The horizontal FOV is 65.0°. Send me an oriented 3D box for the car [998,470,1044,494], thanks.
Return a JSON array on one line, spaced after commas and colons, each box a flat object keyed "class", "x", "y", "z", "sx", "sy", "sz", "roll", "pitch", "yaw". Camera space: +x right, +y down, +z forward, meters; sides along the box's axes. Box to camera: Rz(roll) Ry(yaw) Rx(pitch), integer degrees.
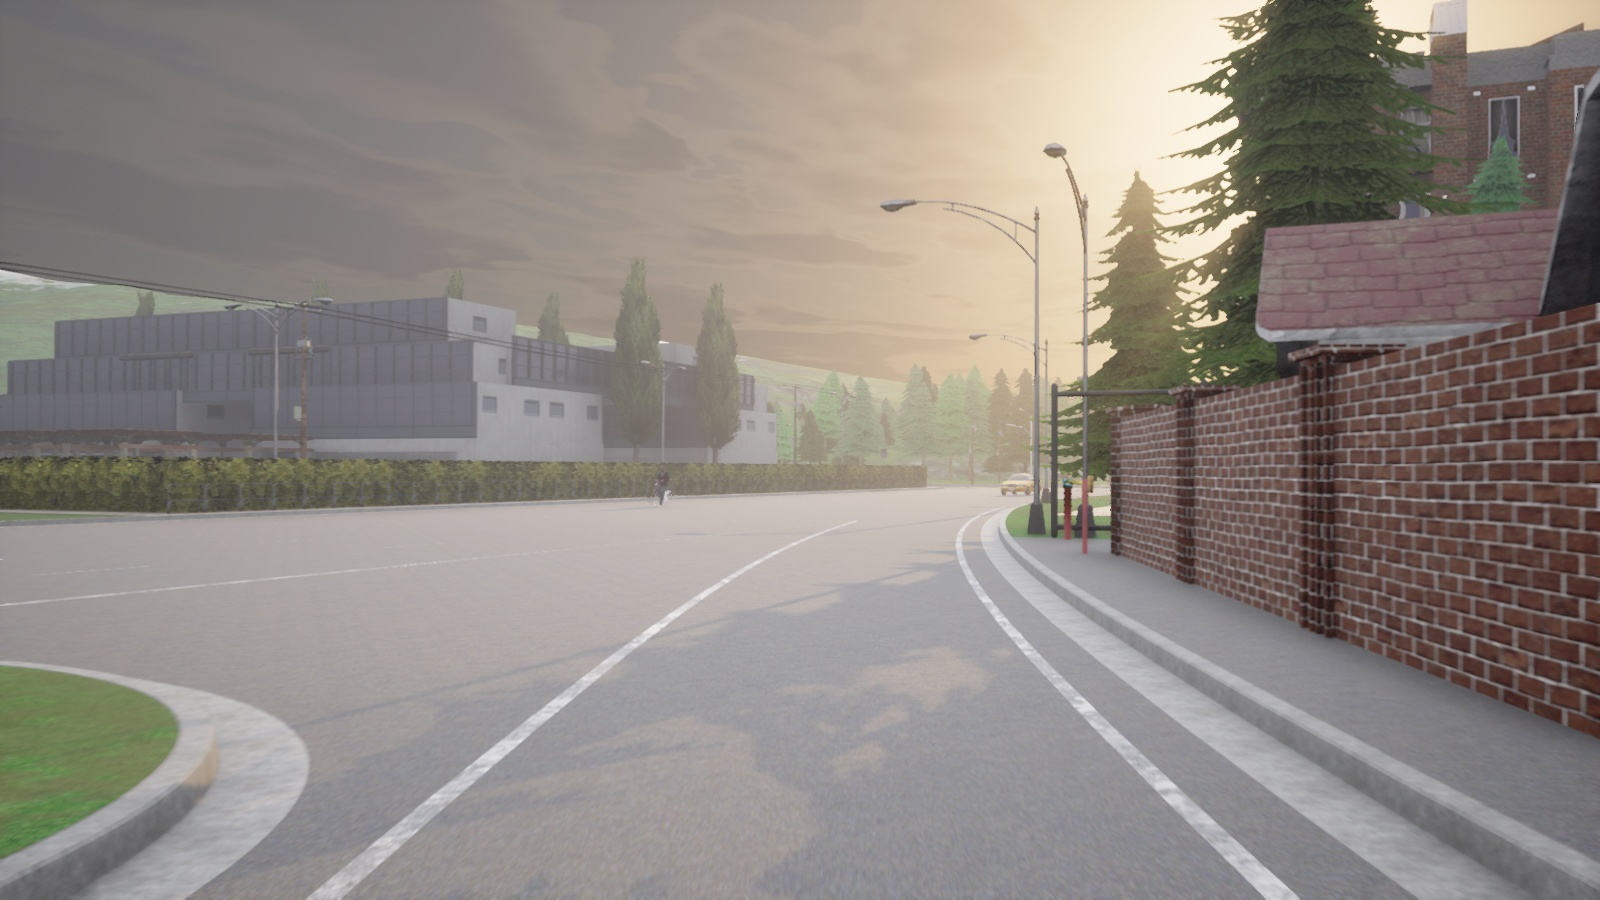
[{"class": "car", "x": 14.685, "y": 2.091, "z": 83.189, "sx": 1.801, "sy": 1.575, "sz": 5.366, "roll": -1, "pitch": -1, "yaw": 23}]
